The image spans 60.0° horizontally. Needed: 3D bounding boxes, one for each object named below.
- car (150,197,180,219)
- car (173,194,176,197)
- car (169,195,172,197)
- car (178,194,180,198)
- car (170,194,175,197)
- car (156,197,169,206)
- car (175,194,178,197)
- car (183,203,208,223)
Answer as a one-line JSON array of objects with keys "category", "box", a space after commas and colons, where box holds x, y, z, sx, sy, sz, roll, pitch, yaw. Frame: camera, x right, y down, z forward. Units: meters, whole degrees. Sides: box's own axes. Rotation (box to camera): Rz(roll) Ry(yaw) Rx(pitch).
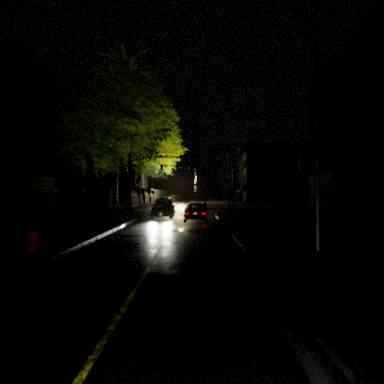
[{"category": "car", "box": [-2.456, 1.504, 28.846, 2.128, 1.511, 4.902, 0, 0, 1]}, {"category": "car", "box": [-4.885, 1.634, 67.779, 1.947, 1.339, 4.313, 1, 0, 0]}, {"category": "car", "box": [-4.942, 1.592, 55.193, 2.008, 1.369, 4.403, 1, 0, 0]}, {"category": "car", "box": [-4.840, 1.437, 84.130, 2.192, 1.841, 5.009, 1, 0, 0]}, {"category": "car", "box": [-4.897, 1.606, 62.329, 2.008, 1.369, 4.403, 1, 0, 0]}, {"category": "car", "box": [-4.961, 1.571, 57.168, 1.752, 1.417, 4.829, 1, 0, 0]}, {"category": "car", "box": [-4.859, 1.683, 78.679, 1.802, 1.307, 4.206, 1, 0, 0]}, {"category": "car", "box": [0.282, 1.564, 25.859, 2.033, 1.411, 5.357, 0, 0, 1]}]
